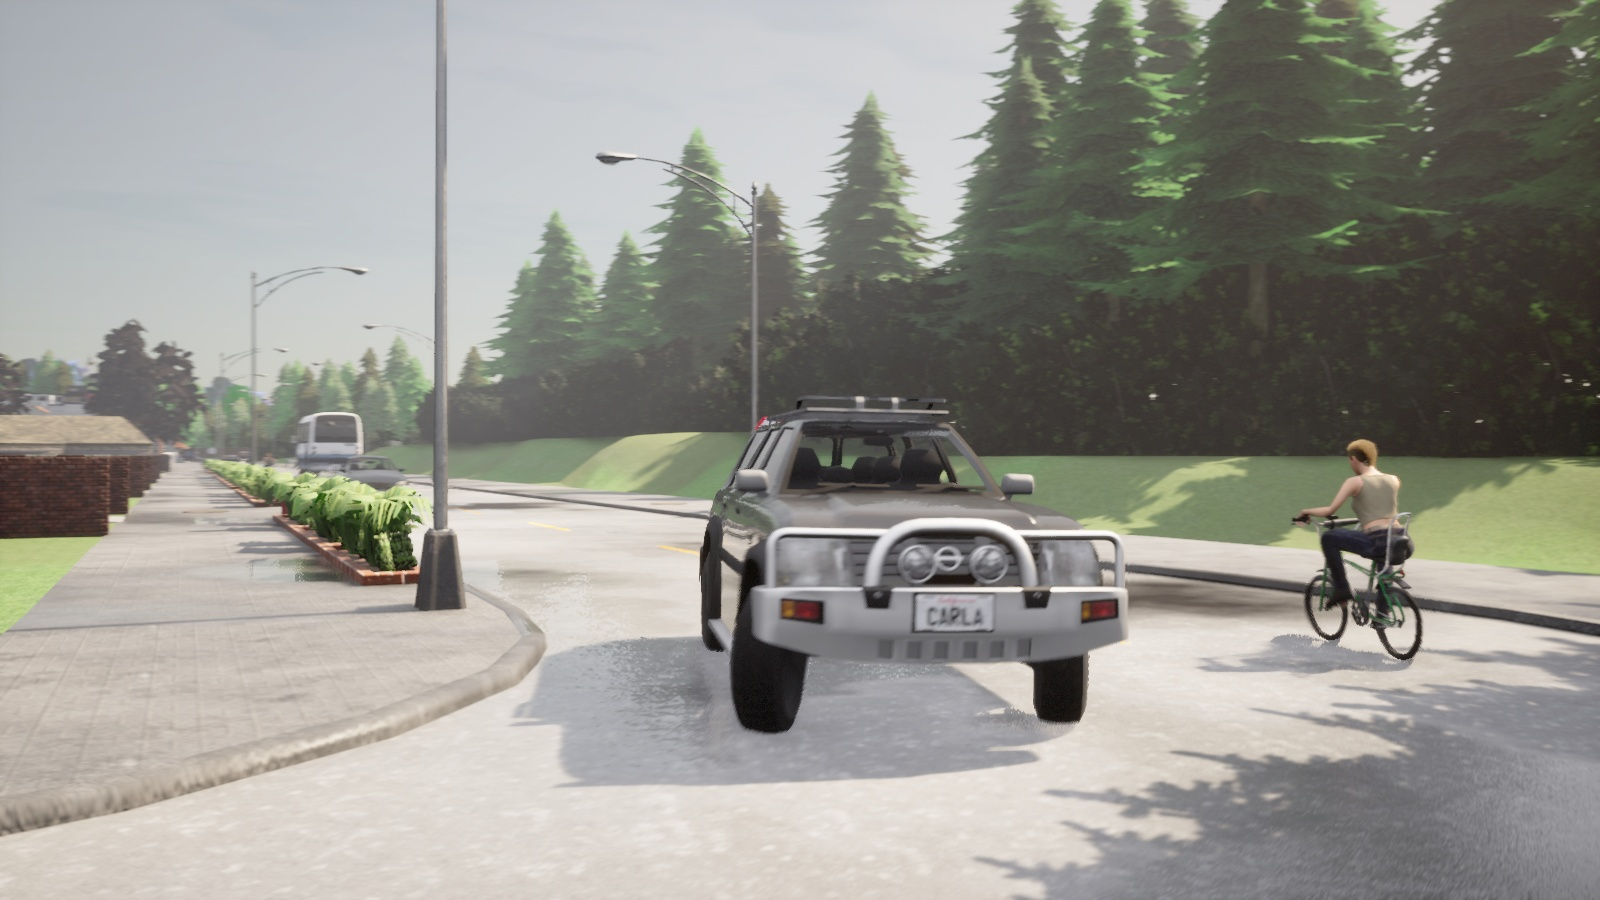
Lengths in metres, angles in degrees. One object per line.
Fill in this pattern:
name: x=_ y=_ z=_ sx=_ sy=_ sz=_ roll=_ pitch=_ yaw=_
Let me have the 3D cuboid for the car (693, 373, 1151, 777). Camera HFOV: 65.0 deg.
car: x=0.402 y=0.596 z=8.186 sx=1.932 sy=1.855 sz=4.605 roll=1 pitch=0 yaw=-8

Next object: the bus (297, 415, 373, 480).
bus: x=-32.226 y=-0.145 z=86.684 sx=3.944 sy=4.253 sz=10.273 roll=0 pitch=0 yaw=-26

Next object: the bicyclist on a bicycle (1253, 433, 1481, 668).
bicyclist on a bicycle: x=4.278 y=0.708 z=9.610 sx=0.866 sy=1.612 sz=1.509 roll=-2 pitch=0 yaw=-8

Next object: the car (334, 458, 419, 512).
car: x=-12.366 y=0.959 z=36.514 sx=1.816 sy=1.474 sz=4.193 roll=0 pitch=0 yaw=-26
